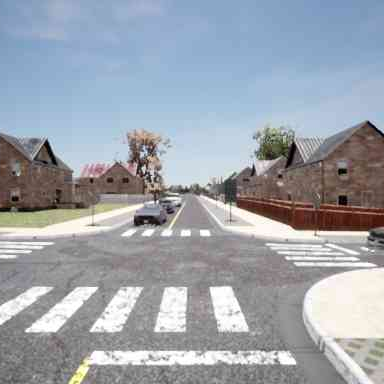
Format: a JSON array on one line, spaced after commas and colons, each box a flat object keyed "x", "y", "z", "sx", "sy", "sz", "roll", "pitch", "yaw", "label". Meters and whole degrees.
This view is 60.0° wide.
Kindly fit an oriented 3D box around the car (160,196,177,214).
[{"x": -2.886, "y": 1.508, "z": 35.825, "sx": 1.837, "sy": 1.490, "sz": 4.892, "roll": 0, "pitch": 0, "yaw": 0, "label": "car"}]

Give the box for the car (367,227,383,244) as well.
[{"x": 10.436, "y": 1.720, "z": 14.048, "sx": 5.357, "sy": 1.411, "sz": 2.033, "roll": 1, "pitch": -1, "yaw": -1, "label": "car"}]

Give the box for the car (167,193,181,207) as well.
[{"x": -2.868, "y": 1.226, "z": 51.058, "sx": 2.150, "sy": 2.045, "sz": 5.566, "roll": 0, "pitch": 0, "yaw": 2, "label": "car"}]

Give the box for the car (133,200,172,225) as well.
[{"x": -2.917, "y": 1.551, "z": 24.322, "sx": 2.033, "sy": 1.411, "sz": 5.357, "roll": 0, "pitch": 0, "yaw": 2, "label": "car"}]
